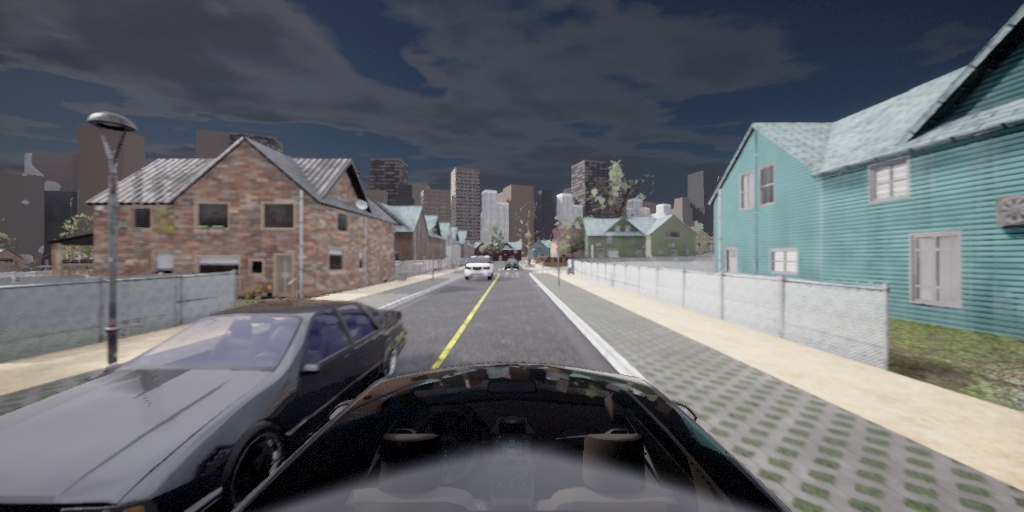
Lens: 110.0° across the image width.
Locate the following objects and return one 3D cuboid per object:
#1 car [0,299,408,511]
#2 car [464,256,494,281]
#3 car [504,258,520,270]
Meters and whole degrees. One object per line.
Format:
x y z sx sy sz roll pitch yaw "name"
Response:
-2.841 1.297 4.429 2.033 1.411 5.357 0 0 0 "car"
-2.751 0.971 31.096 2.150 2.045 5.566 0 0 0 "car"
0.002 1.112 51.420 2.097 1.767 4.553 0 0 0 "car"
